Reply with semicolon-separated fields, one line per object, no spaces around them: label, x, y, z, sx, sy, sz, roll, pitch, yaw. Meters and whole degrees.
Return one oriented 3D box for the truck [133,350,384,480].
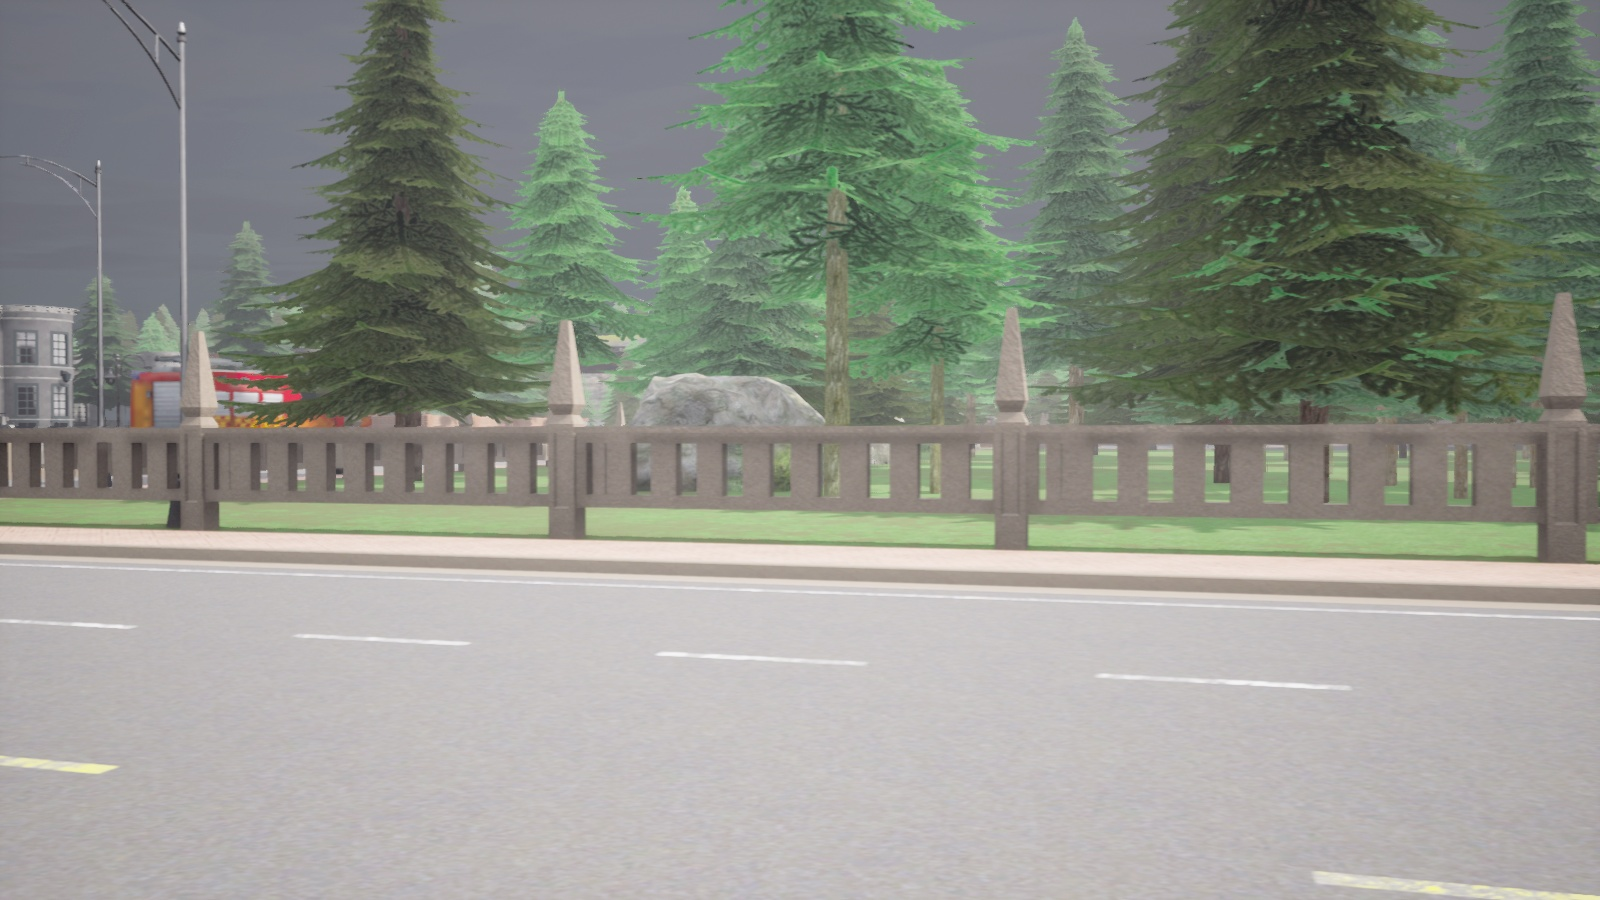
truck;-17.504;-1.106;41.447;2.891;3.827;8.468;1;1;16
